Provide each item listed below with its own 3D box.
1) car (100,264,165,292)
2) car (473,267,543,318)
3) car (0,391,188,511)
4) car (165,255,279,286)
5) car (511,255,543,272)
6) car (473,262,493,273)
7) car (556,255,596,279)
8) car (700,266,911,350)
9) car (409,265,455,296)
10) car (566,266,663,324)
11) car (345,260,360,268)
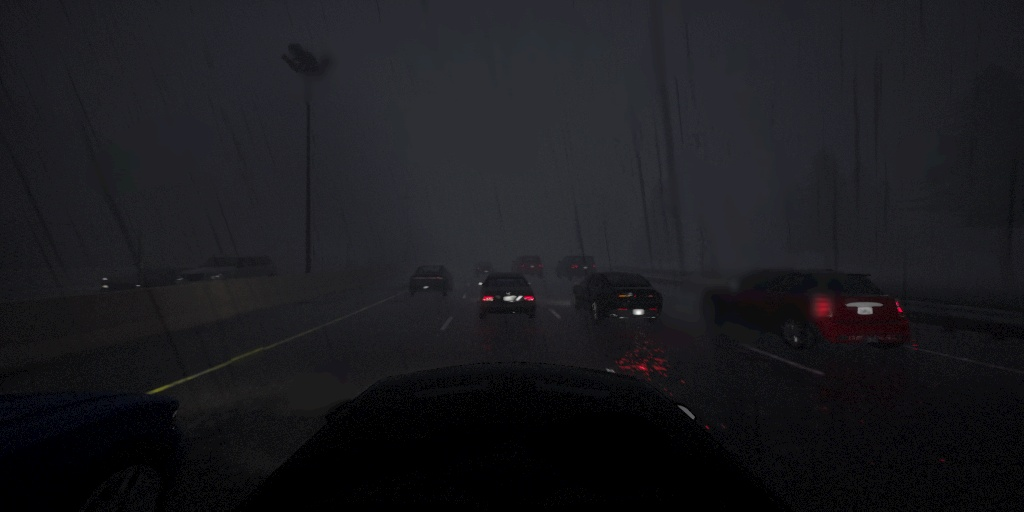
[{"bbox_3d":[-18.421,1.308,19.238,2.033,1.411,5.357,0,0,-5],"label":"car"},{"bbox_3d":[-0.237,1.298,13.015,2.033,1.411,5.357,0,0,-3],"label":"car"},{"bbox_3d":[-3.417,1.229,0.667,1.882,1.535,5.008,0,0,0],"label":"car"},{"bbox_3d":[-14.923,0.980,19.278,2.150,2.045,5.566,0,0,-5],"label":"car"},{"bbox_3d":[1.310,0.972,32.623,2.150,2.045,5.566,0,0,-8],"label":"car"},{"bbox_3d":[-2.858,1.278,36.381,1.812,1.442,4.674,0,0,-10],"label":"car"},{"bbox_3d":[5.231,0.970,29.823,2.150,2.045,5.566,0,0,-7],"label":"car"},{"bbox_3d":[6.905,1.099,9.214,2.097,1.767,4.553,0,0,-2],"label":"car"},{"bbox_3d":[-4.189,1.244,19.055,2.128,1.511,4.902,0,0,-5],"label":"car"},{"bbox_3d":[3.287,1.253,12.042,1.837,1.490,4.892,0,0,-3],"label":"car"},{"bbox_3d":[-26.464,1.367,59.617,1.895,1.301,4.718,0,0,-17],"label":"car"}]
